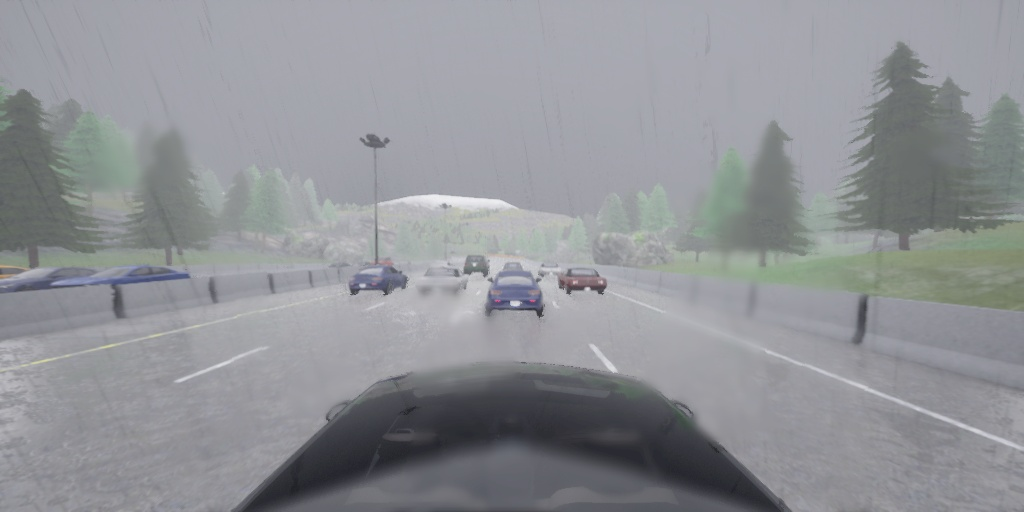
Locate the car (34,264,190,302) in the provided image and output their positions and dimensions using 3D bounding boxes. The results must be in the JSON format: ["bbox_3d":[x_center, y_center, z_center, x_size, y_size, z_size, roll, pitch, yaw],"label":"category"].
[{"bbox_3d":[-17.605,1.163,16.488,1.882,1.535,5.008,0,0,0],"label":"car"}]

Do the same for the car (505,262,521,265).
[{"bbox_3d":[0.087,1.250,31.529,2.033,1.411,5.357,0,0,0],"label":"car"}]

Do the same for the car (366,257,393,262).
[{"bbox_3d":[-21.061,1.181,58.034,2.150,2.045,5.566,0,-1,1],"label":"car"}]

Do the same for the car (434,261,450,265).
[{"bbox_3d":[-6.915,1.251,35.757,1.812,1.442,4.674,0,0,0],"label":"car"}]

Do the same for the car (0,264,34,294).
[{"bbox_3d":[-21.105,1.212,16.476,1.812,1.442,4.674,0,0,0],"label":"car"}]

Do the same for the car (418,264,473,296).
[{"bbox_3d":[-3.408,1.281,18.693,1.895,1.301,4.718,0,0,0],"label":"car"}]

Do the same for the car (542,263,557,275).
[{"bbox_3d":[3.585,1.319,34.918,1.895,1.301,4.718,0,0,0],"label":"car"}]

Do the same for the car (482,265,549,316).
[{"bbox_3d":[0.093,1.216,12.850,1.812,1.442,4.674,0,0,0],"label":"car"}]

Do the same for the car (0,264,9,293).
[{"bbox_3d":[-28.105,1.179,16.810,2.128,1.511,4.902,0,0,0],"label":"car"}]

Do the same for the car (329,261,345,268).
[{"bbox_3d":[-28.049,1.534,58.564,1.994,1.385,4.181,0,-1,1],"label":"car"}]

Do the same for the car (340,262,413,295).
[{"bbox_3d":[-6.909,1.206,18.889,1.812,1.442,4.674,0,0,0],"label":"car"}]

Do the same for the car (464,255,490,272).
[{"bbox_3d":[-3.415,0.943,35.280,2.150,2.045,5.566,0,0,0],"label":"car"}]

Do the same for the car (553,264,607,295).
[{"bbox_3d":[3.592,1.279,19.247,1.895,1.301,4.718,0,0,0],"label":"car"}]

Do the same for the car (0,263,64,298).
[{"bbox_3d":[-24.605,1.165,16.437,1.882,1.535,5.008,0,0,0],"label":"car"}]

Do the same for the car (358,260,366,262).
[{"bbox_3d":[-24.552,1.465,58.723,2.128,1.511,4.902,0,-1,1],"label":"car"}]
